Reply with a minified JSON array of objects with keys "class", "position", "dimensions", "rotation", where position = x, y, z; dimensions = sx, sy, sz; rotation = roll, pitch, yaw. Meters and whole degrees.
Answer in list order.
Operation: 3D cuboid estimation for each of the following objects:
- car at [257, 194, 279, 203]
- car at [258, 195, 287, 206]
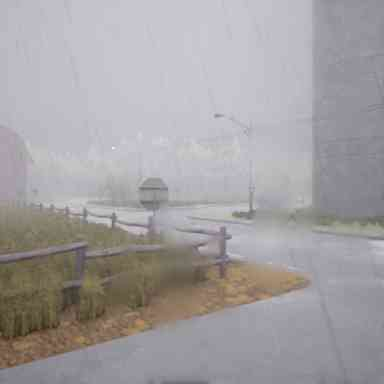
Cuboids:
[{"class":"car","position":[16.734,1.342,73.214],"dimensions":[1.932,1.855,4.605],"rotation":[0,0,-36]},{"class":"car","position":[13.187,1.504,54.253],"dimensions":[2.242,1.667,4.611],"rotation":[0,0,-36]}]
